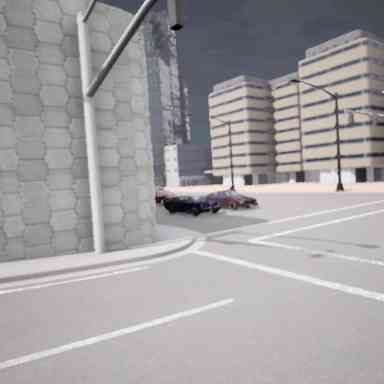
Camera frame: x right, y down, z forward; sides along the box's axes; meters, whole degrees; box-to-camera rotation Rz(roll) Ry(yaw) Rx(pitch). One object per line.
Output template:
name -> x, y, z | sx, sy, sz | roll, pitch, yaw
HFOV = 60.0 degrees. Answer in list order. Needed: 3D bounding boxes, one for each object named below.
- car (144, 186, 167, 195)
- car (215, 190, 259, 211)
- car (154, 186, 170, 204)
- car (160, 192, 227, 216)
car -> -6.232, -0.268, 56.874 | 1.812, 1.442, 4.674 | -5, 3, -35
car -> 2.652, 0.585, 25.858 | 2.033, 1.411, 5.357 | -5, 3, -35
car -> -3.028, 0.513, 33.868 | 1.882, 1.535, 5.008 | -5, 3, -35
car -> -0.005, 0.908, 23.576 | 1.895, 1.301, 4.718 | -5, 3, -35
